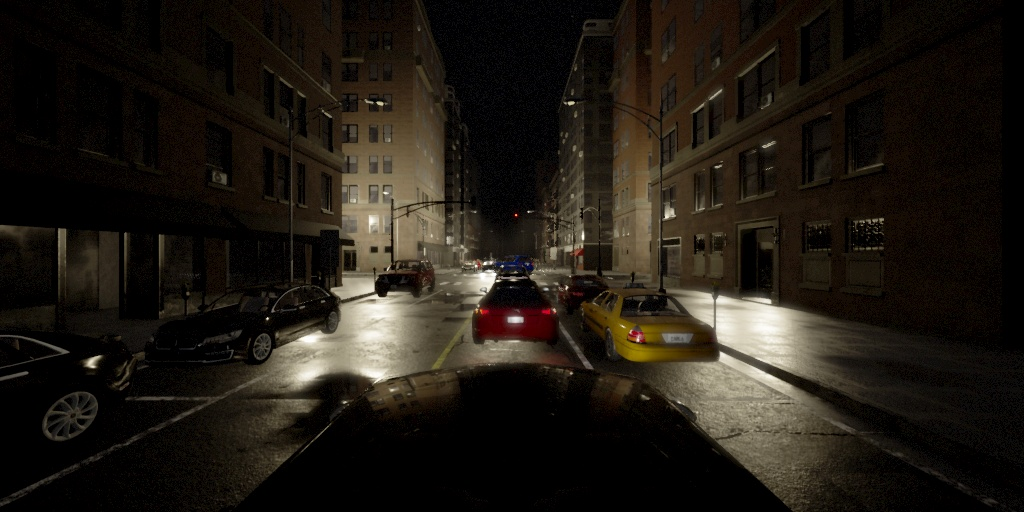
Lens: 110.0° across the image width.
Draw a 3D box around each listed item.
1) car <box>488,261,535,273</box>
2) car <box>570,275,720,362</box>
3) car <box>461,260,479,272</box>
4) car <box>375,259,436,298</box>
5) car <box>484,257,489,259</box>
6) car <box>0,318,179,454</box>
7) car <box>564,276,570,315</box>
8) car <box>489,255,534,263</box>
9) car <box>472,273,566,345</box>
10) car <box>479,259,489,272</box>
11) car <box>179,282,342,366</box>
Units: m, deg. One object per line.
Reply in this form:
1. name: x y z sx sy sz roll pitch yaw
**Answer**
1. car: 0.035 1.239 19.420 2.128 1.511 4.902 0 0 0
2. car: 2.648 1.275 8.038 1.751 1.417 4.829 0 0 0
3. car: -5.299 1.293 45.182 2.007 1.370 4.403 0 0 0
4. car: -5.354 1.062 18.719 2.192 1.841 5.009 0 0 0
5. car: -2.732 1.231 54.895 2.128 1.511 4.902 0 0 0
6. car: -5.388 1.300 2.481 2.007 1.370 4.403 0 0 0
7. car: 2.659 1.330 13.281 1.802 1.307 4.207 0 0 0
8. car: 0.139 0.964 37.987 2.150 2.045 5.566 -3 1 -33
9. car: 0.082 1.313 9.550 1.994 1.385 4.181 0 0 0
10. car: -2.760 1.344 45.326 1.895 1.301 4.718 0 0 0
11. car: -5.377 1.300 7.894 2.007 1.370 4.403 0 0 0
